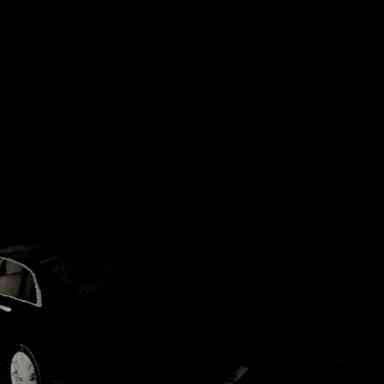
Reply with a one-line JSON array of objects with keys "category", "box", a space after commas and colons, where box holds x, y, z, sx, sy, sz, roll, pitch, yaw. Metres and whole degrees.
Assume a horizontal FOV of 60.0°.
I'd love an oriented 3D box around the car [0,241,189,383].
[{"category": "car", "box": [-2.308, 1.486, 4.900, 4.892, 1.521, 2.231, 0, 0, 36]}]
